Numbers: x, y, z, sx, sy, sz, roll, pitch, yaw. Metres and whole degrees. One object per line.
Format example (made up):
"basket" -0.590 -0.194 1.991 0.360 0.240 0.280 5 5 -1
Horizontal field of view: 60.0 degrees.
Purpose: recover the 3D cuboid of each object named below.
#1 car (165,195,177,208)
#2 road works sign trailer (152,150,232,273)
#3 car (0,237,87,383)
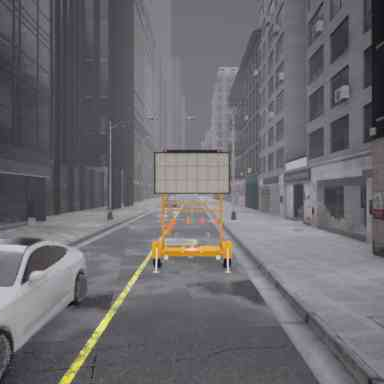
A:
"car" -3.067 1.514 46.774 1.812 1.442 4.674 0 0 0
"road works sign trailer" 0.005 0.464 10.635 2.380 3.560 2.880 0 0 0
"car" -3.099 1.526 5.312 1.812 1.442 4.674 0 0 0
